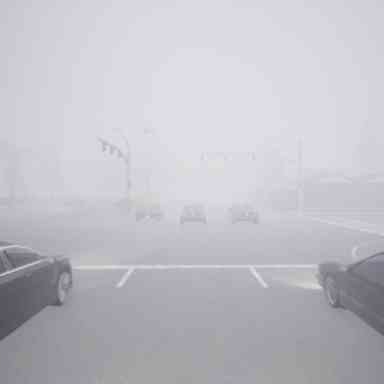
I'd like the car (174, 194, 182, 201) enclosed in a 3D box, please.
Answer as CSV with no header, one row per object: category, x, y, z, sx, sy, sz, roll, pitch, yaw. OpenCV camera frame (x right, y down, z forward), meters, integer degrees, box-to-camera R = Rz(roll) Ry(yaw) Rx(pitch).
car,-3.515,1.342,83.932,1.882,1.535,5.008,0,0,0

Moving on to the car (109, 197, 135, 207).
car,-10.573,1.535,50.492,2.033,1.411,5.357,0,0,0

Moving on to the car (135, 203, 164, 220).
car,-3.407,1.597,27.606,1.895,1.301,4.718,0,0,0

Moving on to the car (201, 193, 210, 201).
car,3.486,1.219,83.903,2.097,1.767,4.553,0,0,0

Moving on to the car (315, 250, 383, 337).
car,3.582,1.550,4.809,2.033,1.411,5.357,0,0,0

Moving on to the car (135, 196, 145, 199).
car,-10.514,1.525,66.594,2.033,1.411,5.357,0,0,0

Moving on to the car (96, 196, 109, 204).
car,-17.513,1.481,65.860,1.837,1.490,4.892,0,1,0

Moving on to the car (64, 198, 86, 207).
car,-17.573,1.589,50.152,1.895,1.301,4.718,0,0,0

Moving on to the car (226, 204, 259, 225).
car,3.591,1.545,24.327,2.033,1.411,5.357,0,0,0

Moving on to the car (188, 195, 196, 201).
car,-0.014,1.403,83.933,2.033,1.411,5.357,0,0,0

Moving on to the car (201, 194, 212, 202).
car,3.487,1.530,73.895,1.994,1.385,4.181,0,0,0

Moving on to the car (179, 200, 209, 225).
car,0.091,1.545,24.319,2.033,1.411,5.357,0,0,0

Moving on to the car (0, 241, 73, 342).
car,-3.419,1.491,5.122,2.128,1.511,4.902,0,0,0

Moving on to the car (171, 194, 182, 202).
car,-3.513,1.442,73.512,1.882,1.535,5.008,0,0,0

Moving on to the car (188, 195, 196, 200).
car,-0.013,1.565,73.959,1.895,1.301,4.718,0,0,0
